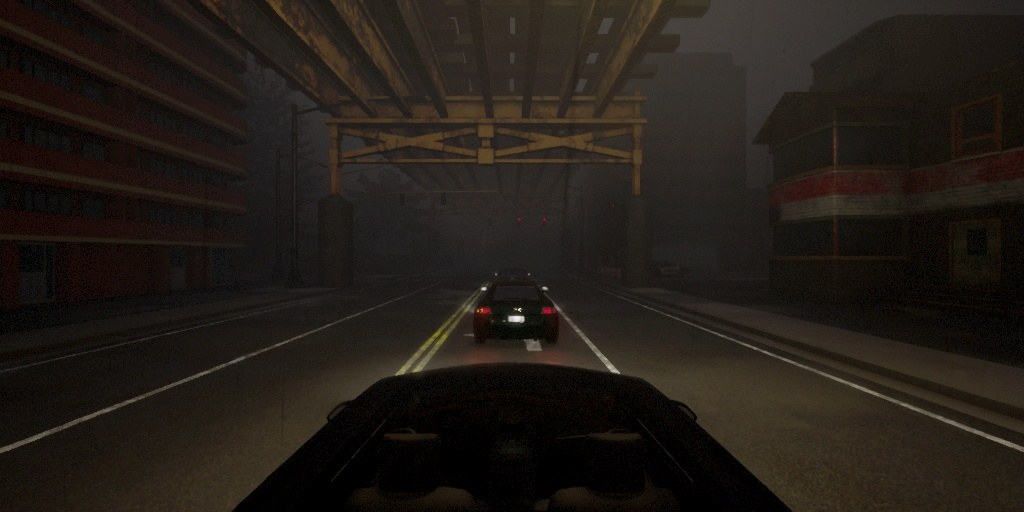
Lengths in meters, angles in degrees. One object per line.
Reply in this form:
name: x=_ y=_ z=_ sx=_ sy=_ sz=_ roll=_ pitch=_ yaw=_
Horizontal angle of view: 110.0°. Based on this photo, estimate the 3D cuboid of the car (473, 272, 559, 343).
car: x=0.076 y=1.311 z=9.666 sx=1.994 sy=1.385 sz=4.181 roll=0 pitch=0 yaw=-1

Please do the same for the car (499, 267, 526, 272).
car: x=0.032 y=1.280 z=19.616 sx=2.033 sy=1.411 sz=5.357 roll=0 pitch=0 yaw=0
